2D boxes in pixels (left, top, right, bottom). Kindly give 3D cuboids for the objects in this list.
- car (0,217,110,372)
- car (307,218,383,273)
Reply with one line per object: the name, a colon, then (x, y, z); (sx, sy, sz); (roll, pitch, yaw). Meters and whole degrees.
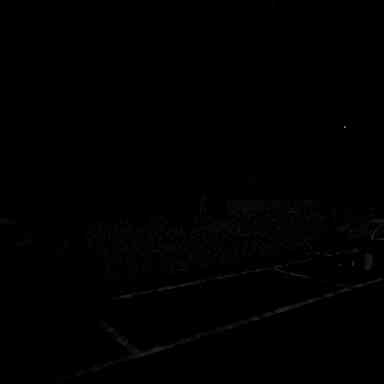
car: (-3.541, 1.313, 4.121); (5.009, 1.841, 2.192); (0, 0, -36)
car: (5.435, 1.549, 10.524); (4.403, 1.369, 2.008); (0, 0, -36)
